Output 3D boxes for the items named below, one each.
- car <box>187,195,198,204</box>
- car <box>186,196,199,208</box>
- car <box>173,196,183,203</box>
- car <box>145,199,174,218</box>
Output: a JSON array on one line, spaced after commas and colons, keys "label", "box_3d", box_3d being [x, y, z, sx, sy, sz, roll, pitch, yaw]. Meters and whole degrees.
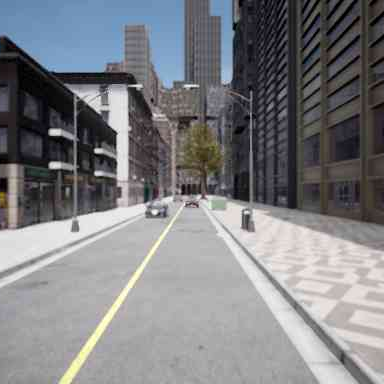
[{"label": "car", "box_3d": [0.033, 1.477, 66.504, 2.128, 1.511, 4.902, 0, 0, 0]}, {"label": "car", "box_3d": [0.025, 1.552, 49.572, 1.895, 1.301, 4.718, 0, 0, 0]}, {"label": "car", "box_3d": [-2.966, 1.553, 70.824, 1.994, 1.385, 4.181, 0, 0, 0]}, {"label": "car", "box_3d": [-3.082, 1.517, 29.970, 2.128, 1.511, 4.902, 0, 0, 0]}]
